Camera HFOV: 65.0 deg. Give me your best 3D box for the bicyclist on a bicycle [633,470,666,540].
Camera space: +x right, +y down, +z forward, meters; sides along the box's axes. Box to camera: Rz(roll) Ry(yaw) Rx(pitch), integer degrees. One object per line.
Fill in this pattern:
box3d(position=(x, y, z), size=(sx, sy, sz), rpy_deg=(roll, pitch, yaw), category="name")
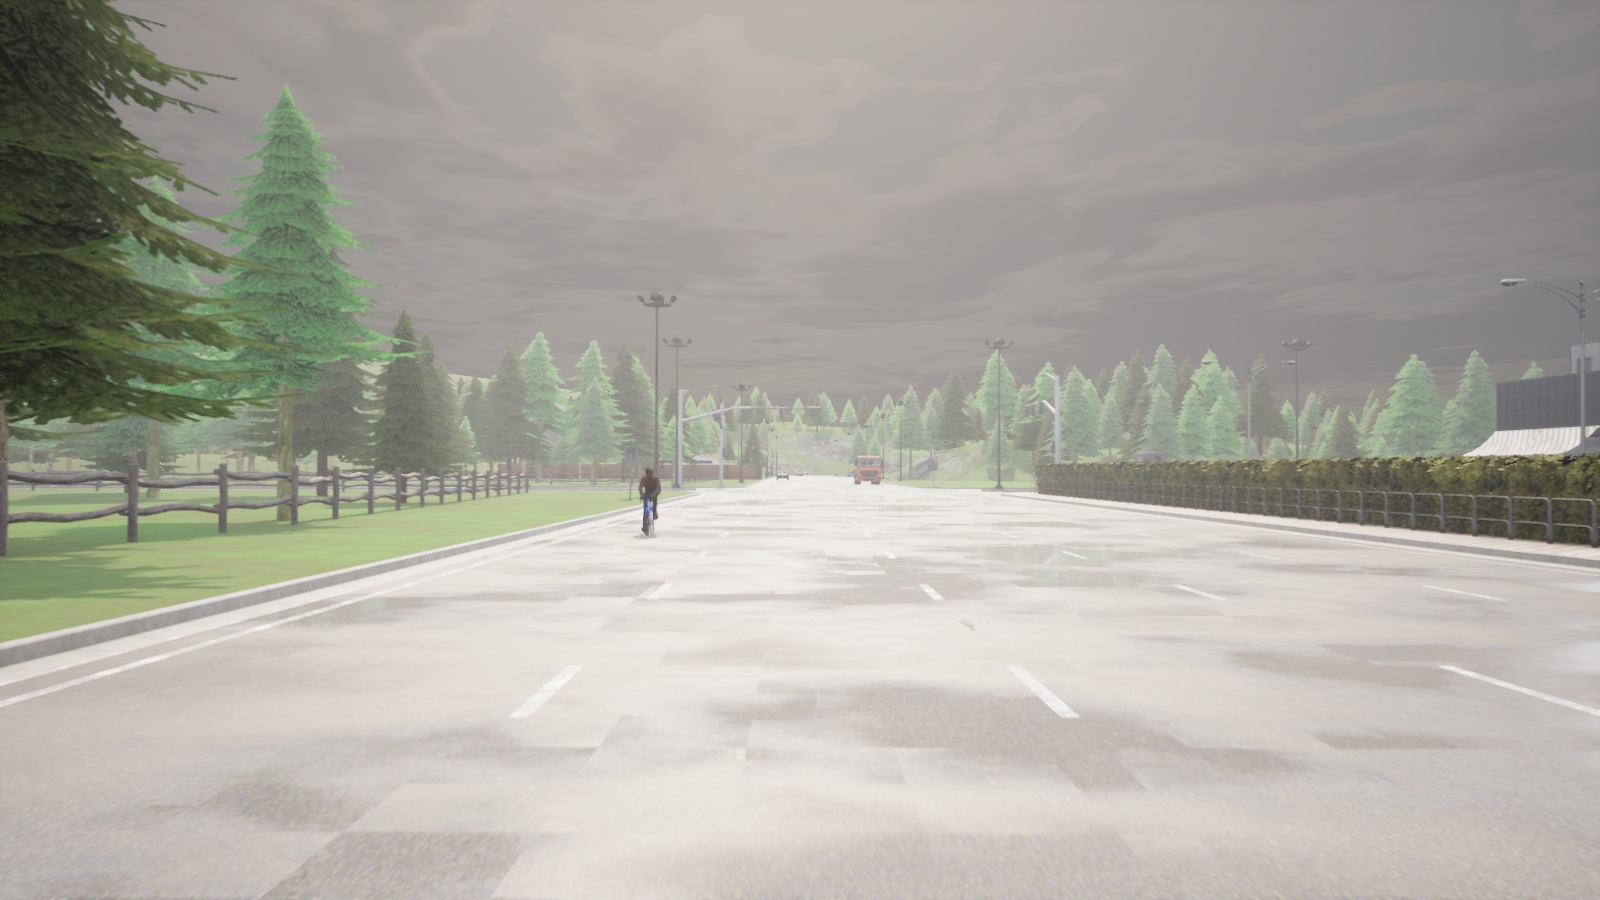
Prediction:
box3d(position=(-3.570, 1.282, 29.862), size=(0.582, 1.620, 1.656), rpy_deg=(0, -1, 0), category="bicyclist on a bicycle")
